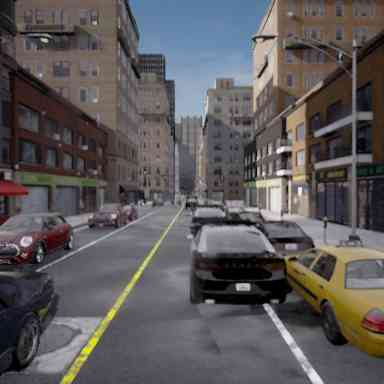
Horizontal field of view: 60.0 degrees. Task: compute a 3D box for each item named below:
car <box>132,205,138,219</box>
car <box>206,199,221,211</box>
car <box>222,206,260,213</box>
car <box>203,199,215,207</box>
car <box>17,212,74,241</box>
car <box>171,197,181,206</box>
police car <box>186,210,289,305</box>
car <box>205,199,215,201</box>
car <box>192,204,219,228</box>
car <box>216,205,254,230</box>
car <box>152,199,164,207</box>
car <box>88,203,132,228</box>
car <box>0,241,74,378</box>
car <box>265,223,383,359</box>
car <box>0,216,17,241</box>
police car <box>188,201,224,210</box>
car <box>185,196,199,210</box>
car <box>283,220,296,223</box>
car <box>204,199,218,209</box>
[{"bbox_3d":[-5.690,1.726,28.399,1.802,1.307,4.206,-1,0,0],"label":"car"},{"bbox_3d":[2.844,1.748,45.330,1.752,1.417,4.829,-1,0,0],"label":"car"},{"bbox_3d":[2.851,1.654,17.231,1.947,1.339,4.313,-1,0,0],"label":"car"},{"bbox_3d":[2.841,1.853,56.332,1.802,1.307,4.206,-1,0,0],"label":"car"},{"bbox_3d":[-5.684,1.500,11.642,1.967,1.590,4.097,-1,0,0],"label":"car"},{"bbox_3d":[-3.032,1.795,63.462,2.128,1.511,4.902,0,0,0],"label":"car"},{"bbox_3d":[0.895,1.469,8.397,1.930,1.638,5.238,0,0,0],"label":"police car"},{"bbox_3d":[2.845,1.748,39.575,2.008,1.369,4.403,-1,0,0],"label":"car"},{"bbox_3d":[0.887,1.650,24.287,1.812,1.442,4.674,0,0,0],"label":"car"},{"bbox_3d":[2.850,1.667,22.817,2.008,1.369,4.403,-1,0,0],"label":"car"},{"bbox_3d":[-5.704,1.816,56.327,1.887,1.381,4.507,-1,0,0],"label":"car"},{"bbox_3d":[-5.689,1.557,22.813,1.967,1.590,4.097,-1,0,0],"label":"car"},{"bbox_3d":[-3.002,1.563,2.982,2.033,1.411,5.357,0,0,0],"label":"car"},{"bbox_3d":[2.853,1.558,6.230,1.752,1.417,4.829,-1,0,0],"label":"car"},{"bbox_3d":[-5.683,1.347,6.058,2.192,1.841,5.009,-1,0,0],"label":"car"},{"bbox_3d":[0.890,1.520,18.397,1.930,1.638,5.238,0,0,0],"label":"police car"},{"bbox_3d":[0.012,1.713,48.122,1.882,1.535,5.008,0,0,0],"label":"car"},{"bbox_3d":[2.852,1.626,11.646,1.947,1.339,4.313,-1,0,0],"label":"car"},{"bbox_3d":[2.843,1.813,50.747,1.947,1.339,4.313,-1,0,0],"label":"car"}]
